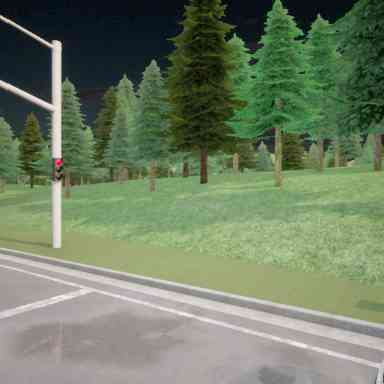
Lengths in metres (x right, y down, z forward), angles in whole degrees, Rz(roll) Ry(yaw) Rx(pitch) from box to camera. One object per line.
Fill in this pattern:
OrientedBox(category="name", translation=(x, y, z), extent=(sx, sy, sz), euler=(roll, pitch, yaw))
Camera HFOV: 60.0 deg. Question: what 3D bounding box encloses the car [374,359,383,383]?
OrientedBox(category="car", translation=(3.388, 1.352, 1.571), extent=(4.553, 1.767, 2.097), euler=(0, 0, 36))
